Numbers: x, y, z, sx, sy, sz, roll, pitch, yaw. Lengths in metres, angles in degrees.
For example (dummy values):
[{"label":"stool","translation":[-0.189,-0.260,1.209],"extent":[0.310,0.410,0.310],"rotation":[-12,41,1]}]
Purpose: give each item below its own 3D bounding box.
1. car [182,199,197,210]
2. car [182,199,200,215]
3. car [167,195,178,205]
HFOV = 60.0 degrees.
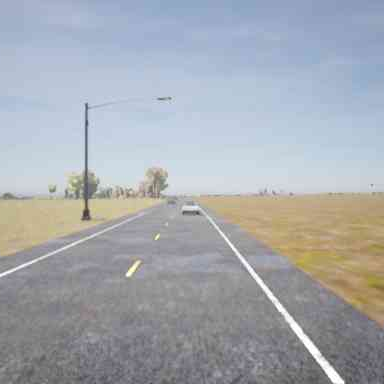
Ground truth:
[{"label":"car","translation":[-0.361,1.811,50.882],"extent":[2.128,1.511,4.902],"rotation":[0,0,-1]},{"label":"car","translation":[-0.149,1.829,37.607],"extent":[1.895,1.301,4.718],"rotation":[0,0,-1]},{"label":"car","translation":[-4.358,1.959,70.058],"extent":[1.837,1.490,4.892],"rotation":[0,0,-1]}]
